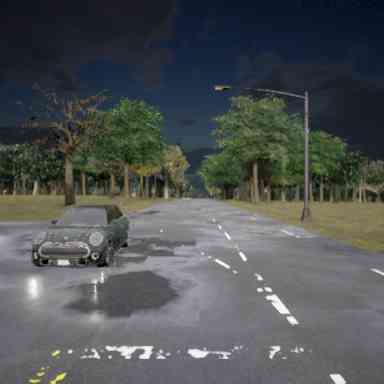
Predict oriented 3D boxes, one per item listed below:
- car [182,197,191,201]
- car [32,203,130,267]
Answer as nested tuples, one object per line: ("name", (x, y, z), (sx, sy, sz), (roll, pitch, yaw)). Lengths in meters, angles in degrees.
("car", (-1.573, 1.895, 91.267), (1.895, 1.301, 4.718), (0, 0, 7))
("car", (-3.471, 1.244, 11.224), (2.097, 1.767, 4.553), (1, 2, 0))
